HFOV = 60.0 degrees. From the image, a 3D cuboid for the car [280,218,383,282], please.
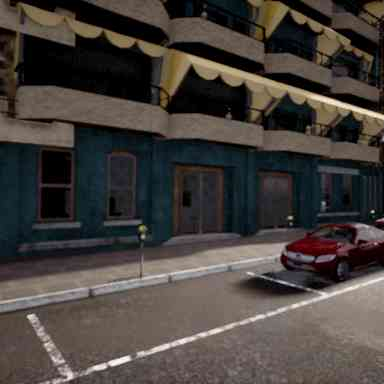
[{"bbox_3d":[4.402,1.574,9.678,4.206,1.307,1.802,0,1,-35],"label":"car"}]
